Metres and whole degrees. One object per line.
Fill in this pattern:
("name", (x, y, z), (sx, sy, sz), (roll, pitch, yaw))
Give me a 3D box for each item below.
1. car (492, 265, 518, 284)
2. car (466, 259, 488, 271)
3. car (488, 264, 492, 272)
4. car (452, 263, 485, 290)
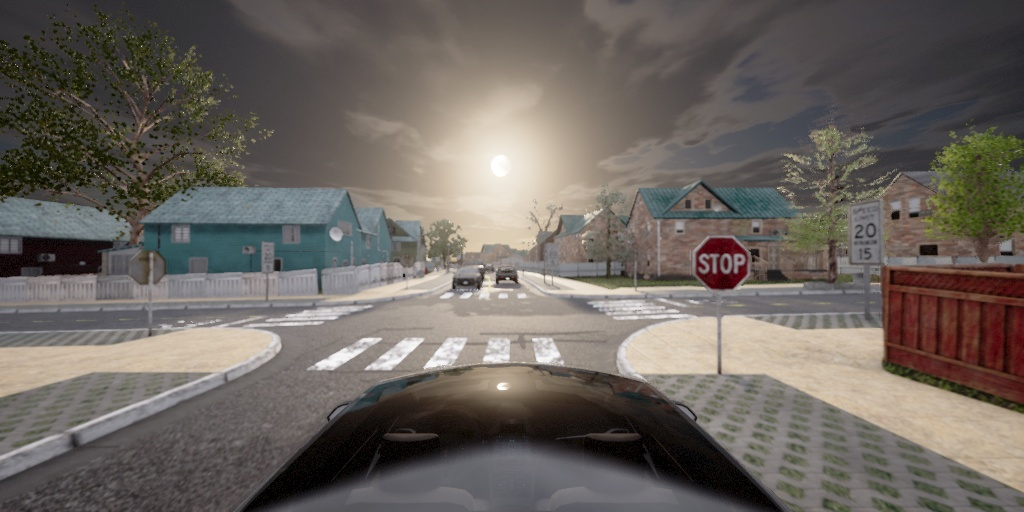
("car", (-0.529, 1.583, 31.391), (1.837, 1.490, 4.892), (0, -1, -4))
("car", (-3.993, 1.383, 37.843), (2.150, 2.045, 5.566), (0, -1, -6))
("car", (-3.823, 1.979, 58.223), (1.812, 1.442, 4.674), (0, -1, -10))
("car", (-3.122, 1.478, 25.403), (1.882, 1.535, 5.008), (0, -1, -4))
